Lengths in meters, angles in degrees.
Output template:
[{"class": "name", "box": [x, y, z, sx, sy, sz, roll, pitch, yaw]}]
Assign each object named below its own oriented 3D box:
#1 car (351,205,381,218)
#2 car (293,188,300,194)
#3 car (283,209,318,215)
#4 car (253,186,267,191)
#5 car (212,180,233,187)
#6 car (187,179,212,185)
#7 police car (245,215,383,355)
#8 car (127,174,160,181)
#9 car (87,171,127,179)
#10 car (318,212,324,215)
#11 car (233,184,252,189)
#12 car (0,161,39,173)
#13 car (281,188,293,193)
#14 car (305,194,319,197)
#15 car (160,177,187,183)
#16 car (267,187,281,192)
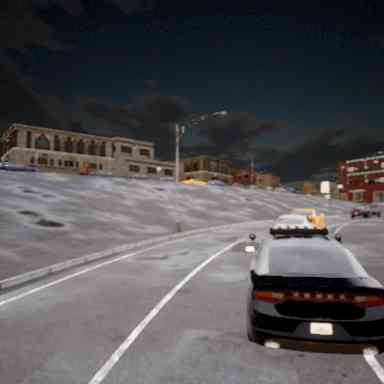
[{"class": "car", "box": [20.293, 2.271, 38.934, 4.674, 1.442, 1.812, 1, -4, -39]}, {"class": "car", "box": [24.270, 0.138, 80.823, 2.435, 2.045, 5.566, -5, -7, 42]}, {"class": "car", "box": [4.780, 1.746, 15.640, 1.812, 1.442, 4.674, -2, -2, 21]}, {"class": "car", "box": [12.822, -0.546, 68.727, 4.674, 1.452, 2.002, 4, -6, -44]}, {"class": "car", "box": [4.675, -1.287, 61.006, 4.553, 1.767, 2.185, 4, -6, -42]}, {"class": "car", "box": [0.552, -1.434, 57.330, 5.008, 1.535, 2.097, 4, -6, -40]}, {"class": "police car", "box": [2.095, 1.498, 6.597, 1.930, 1.638, 5.238, -1, -1, 12]}, {"class": "car", "box": [-7.964, -1.949, 50.236, 4.892, 1.521, 2.231, 3, -6, -38]}, {"class": "car", "box": [-12.302, -2.175, 46.831, 4.892, 1.521, 2.231, 3, -6, -38]}, {"class": "car", "box": [7.120, 1.798, 20.868, 1.882, 1.535, 5.008, -3, -2, 27]}, {"class": "car", "box": [8.862, -0.842, 64.894, 4.792, 1.488, 2.163, 4, -6, -43]}, {"class": "car", "box": [-20.914, -2.722, 40.103, 4.553, 1.767, 2.185, 3, -6, -38]}, {"class": "car", "box": [20.496, -0.092, 76.676, 2.185, 1.767, 4.553, -5, -7, 43]}, {"class": "car", "box": [31.414, 1.218, 89.184, 2.002, 1.452, 4.674, -4, -7, 39]}, {"class": "car", "box": [-3.667, -1.658, 53.735, 4.674, 1.452, 2.002, 3, -6, -39]}, {"class": "car", "box": [16.629, -0.294, 72.579, 2.231, 1.521, 4.892, -5, -7, 44]}]
